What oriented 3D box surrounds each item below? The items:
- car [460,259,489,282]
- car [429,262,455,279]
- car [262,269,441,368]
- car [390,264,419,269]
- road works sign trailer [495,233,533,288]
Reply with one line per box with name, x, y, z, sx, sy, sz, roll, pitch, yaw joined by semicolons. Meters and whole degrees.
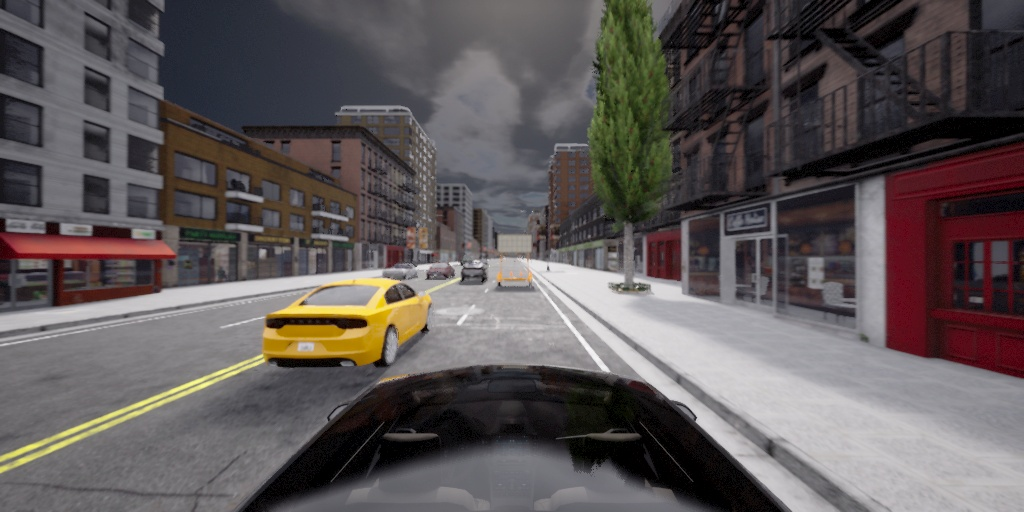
car;-2.925;1.245;28.810;2.128;1.511;4.902;0;0;1
car;-6.339;1.276;32.086;1.812;1.442;4.674;0;0;1
car;-3.102;1.225;7.905;1.882;1.535;5.008;0;0;0
car;-9.601;1.346;31.150;1.895;1.301;4.718;0;0;1
road works sign trailer;0.180;0.221;24.147;2.380;3.560;2.880;0;0;1
